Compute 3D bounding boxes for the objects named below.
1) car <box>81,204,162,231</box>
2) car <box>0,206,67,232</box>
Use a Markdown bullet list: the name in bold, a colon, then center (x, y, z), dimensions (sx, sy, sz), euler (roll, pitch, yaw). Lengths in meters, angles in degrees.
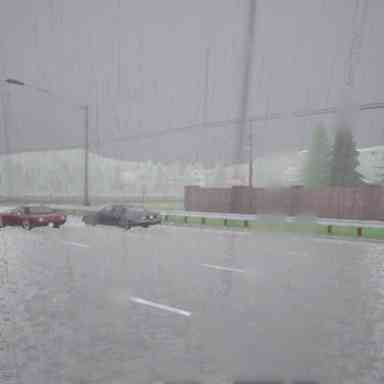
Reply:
- **car**: center (-4.300, 1.440, 19.954), dimensions (5.357, 1.411, 2.033), euler (1, 0, 35)
- **car**: center (-9.440, 1.466, 19.321), dimensions (4.718, 1.301, 1.895), euler (1, 0, 35)
